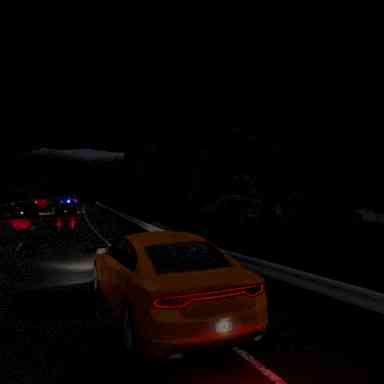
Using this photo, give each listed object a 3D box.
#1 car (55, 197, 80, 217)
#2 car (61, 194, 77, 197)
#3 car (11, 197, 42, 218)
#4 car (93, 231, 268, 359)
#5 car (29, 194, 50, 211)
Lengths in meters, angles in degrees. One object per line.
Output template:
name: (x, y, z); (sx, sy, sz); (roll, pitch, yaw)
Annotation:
car: (-11.882, 1.491, 31.546); (2.128, 1.511, 4.902); (0, 0, -19)
car: (-15.290, 1.221, 41.449); (2.150, 2.045, 5.566); (0, 0, -18)
car: (-15.059, 1.505, 30.161); (1.837, 1.490, 4.892); (0, 0, -19)
car: (-0.640, 1.478, 6.295); (1.882, 1.535, 5.008); (0, 0, -25)
car: (-18.458, 1.221, 40.062); (2.150, 2.045, 5.566); (0, 0, -19)
